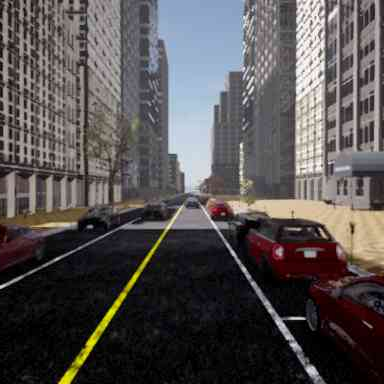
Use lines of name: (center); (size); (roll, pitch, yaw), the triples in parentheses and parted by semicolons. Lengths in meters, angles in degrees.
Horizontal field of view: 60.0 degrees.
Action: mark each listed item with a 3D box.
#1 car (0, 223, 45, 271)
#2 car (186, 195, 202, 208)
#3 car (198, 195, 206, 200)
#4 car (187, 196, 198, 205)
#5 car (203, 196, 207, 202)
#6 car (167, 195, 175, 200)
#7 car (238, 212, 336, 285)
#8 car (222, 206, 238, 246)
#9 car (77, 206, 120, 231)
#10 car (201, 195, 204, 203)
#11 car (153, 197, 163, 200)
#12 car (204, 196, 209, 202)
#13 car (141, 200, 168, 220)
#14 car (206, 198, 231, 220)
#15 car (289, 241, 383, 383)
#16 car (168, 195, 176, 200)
car: (-5.694, 1.580, 9.494); (1.802, 1.307, 4.206); (-1, 0, 0)
car: (0.029, 1.531, 46.758); (2.033, 1.411, 5.357); (0, 0, 0)
car: (2.722, 1.508, 88.488); (2.008, 1.369, 4.403); (-1, 0, 0)
car: (0.028, 1.540, 61.014); (1.994, 1.385, 4.181); (0, 0, 0)
car: (2.701, 1.511, 43.515); (1.752, 1.417, 4.829); (-1, 0, 0)
car: (-5.659, 1.483, 88.303); (1.752, 1.417, 4.829); (-1, 0, 0)
car: (2.685, 1.438, 9.489); (1.967, 1.590, 4.097); (-1, 0, 0)
car: (2.689, 1.562, 15.132); (1.947, 1.339, 4.313); (-1, 0, 0)
car: (-5.690, 1.560, 20.776); (1.947, 1.339, 4.313); (-1, 0, 0)
car: (2.711, 1.518, 65.917); (1.887, 1.381, 4.507); (-1, 0, 0)
car: (-5.674, 1.530, 54.624); (2.008, 1.369, 4.403); (-1, 0, 0)
car: (2.699, 1.533, 37.703); (1.887, 1.381, 4.507); (-1, 0, 0)
car: (-3.086, 1.593, 27.974); (1.895, 1.301, 4.718); (0, 0, 0)
car: (2.363, 1.518, 27.680); (1.812, 1.442, 4.674); (0, 0, 0)
car: (2.684, 1.581, 3.846); (1.802, 1.307, 4.206); (-1, 0, 0)
car: (-5.656, 1.534, 94.114); (1.802, 1.307, 4.206); (-1, 0, 0)
